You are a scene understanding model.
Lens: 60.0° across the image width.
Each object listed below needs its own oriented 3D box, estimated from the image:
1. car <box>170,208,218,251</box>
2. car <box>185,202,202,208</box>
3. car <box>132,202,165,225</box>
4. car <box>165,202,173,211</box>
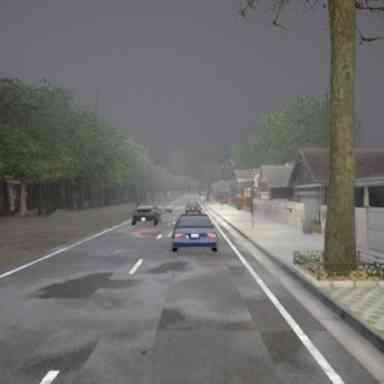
[{"bbox_3d":[0.108,1.662,14.673,2.033,1.411,5.357,0,0,0],"label":"car"},{"bbox_3d":[0.128,1.824,38.130,2.033,1.411,5.357,0,0,0],"label":"car"},{"bbox_3d":[-3.381,1.694,25.567,1.837,1.490,4.892,0,-2,0],"label":"car"},{"bbox_3d":[-3.370,1.899,41.471,1.895,1.301,4.718,0,0,0],"label":"car"}]
